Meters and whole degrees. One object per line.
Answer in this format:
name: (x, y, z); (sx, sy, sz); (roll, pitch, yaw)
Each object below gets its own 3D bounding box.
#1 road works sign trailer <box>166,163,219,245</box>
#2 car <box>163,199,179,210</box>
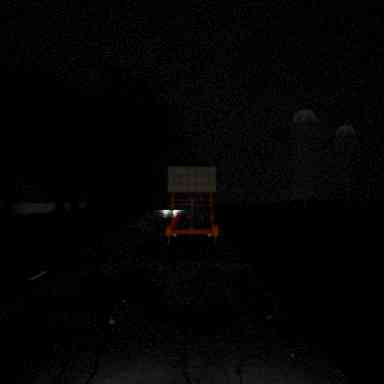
road works sign trailer: (0.006, 0.473, 15.501); (2.380, 3.560, 2.880); (0, 0, 0)
car: (-2.817, 1.679, 44.928); (1.994, 1.385, 4.181); (0, 0, 0)
